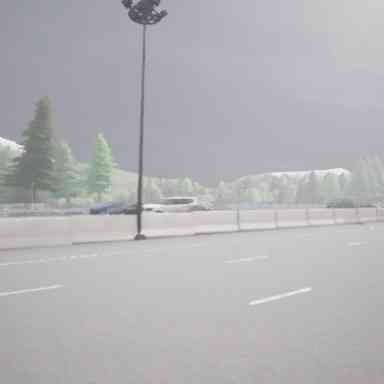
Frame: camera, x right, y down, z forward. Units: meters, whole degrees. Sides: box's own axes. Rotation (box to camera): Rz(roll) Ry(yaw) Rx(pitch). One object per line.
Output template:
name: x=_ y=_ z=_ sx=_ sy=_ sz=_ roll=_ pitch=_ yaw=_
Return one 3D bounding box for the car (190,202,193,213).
car: x=-0.129 y=1.730 z=25.362 sx=4.674 sy=1.442 sz=1.812 roll=1 pitch=-1 yaw=-35

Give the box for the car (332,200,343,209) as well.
car: x=25.191 y=2.006 z=56.095 sx=5.566 sy=2.045 sz=2.150 roll=1 pitch=-1 yaw=-35

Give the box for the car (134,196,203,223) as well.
car: x=-1.896 y=1.431 z=28.399 sx=5.566 sy=2.045 sz=2.150 roll=1 pitch=-1 yaw=-35

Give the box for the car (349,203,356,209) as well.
car: x=27.262 y=2.290 z=53.290 sx=4.892 sy=1.490 sz=1.837 roll=1 pitch=-1 yaw=-35
